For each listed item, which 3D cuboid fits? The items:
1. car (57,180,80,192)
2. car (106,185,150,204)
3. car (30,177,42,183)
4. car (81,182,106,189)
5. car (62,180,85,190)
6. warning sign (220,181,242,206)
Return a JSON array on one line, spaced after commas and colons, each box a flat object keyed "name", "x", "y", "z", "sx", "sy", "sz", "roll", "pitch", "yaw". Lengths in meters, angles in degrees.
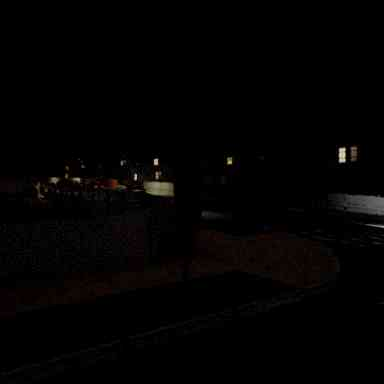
[{"name": "car", "x": -17.539, "y": -0.871, "z": 46.148, "sx": 1.882, "sy": 1.535, "sz": 5.008, "roll": 0, "pitch": 3, "yaw": -35}, {"name": "car", "x": -5.264, "y": 0.153, "z": 28.691, "sx": 2.128, "sy": 1.511, "sz": 4.902, "roll": 0, "pitch": 3, "yaw": -35}, {"name": "car", "x": -38.647, "y": -3.027, "z": 82.287, "sx": 2.097, "sy": 1.767, "sz": 4.553, "roll": -4, "pitch": 4, "yaw": -35}, {"name": "car", "x": -12.902, "y": -0.641, "z": 44.471, "sx": 1.812, "sy": 1.442, "sz": 4.674, "roll": 0, "pitch": 3, "yaw": -35}, {"name": "car", "x": -18.836, "y": -1.100, "z": 52.756, "sx": 2.033, "sy": 1.411, "sz": 5.357, "roll": 0, "pitch": 3, "yaw": -35}, {"name": "warning sign", "x": 3.075, "y": 0.089, "z": 26.130, "sx": 1.300, "sy": 1.860, "sz": 1.060, "roll": -4, "pitch": 2, "yaw": -35}]
